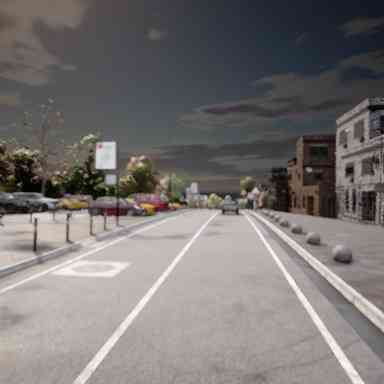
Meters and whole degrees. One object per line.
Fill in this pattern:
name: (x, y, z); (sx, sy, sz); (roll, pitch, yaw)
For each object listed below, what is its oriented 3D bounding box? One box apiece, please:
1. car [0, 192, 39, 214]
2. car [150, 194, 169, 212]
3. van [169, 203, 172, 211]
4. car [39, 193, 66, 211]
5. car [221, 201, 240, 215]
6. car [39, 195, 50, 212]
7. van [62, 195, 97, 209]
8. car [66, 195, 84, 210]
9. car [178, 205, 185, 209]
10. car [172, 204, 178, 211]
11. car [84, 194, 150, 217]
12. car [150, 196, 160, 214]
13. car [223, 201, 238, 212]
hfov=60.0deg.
car: (-18.201, 1.002, 31.773); (5.566, 2.045, 2.435); (1, -1, 6)
car: (-5.652, 1.224, 34.202); (5.566, 2.045, 2.435); (1, -1, 6)
van: (-5.045, 1.415, 40.363); (4.442, 1.987, 1.878); (1, -2, 7)
car: (-17.607, 1.121, 37.201); (5.566, 2.045, 2.435); (1, -1, 6)
car: (4.331, 1.730, 37.584); (2.128, 1.511, 4.902); (1, -1, 7)
car: (-17.937, 1.311, 34.423); (4.892, 1.521, 2.231); (1, -1, 6)
van: (-16.254, 1.487, 48.288); (4.442, 1.987, 1.878); (1, -2, 7)
car: (-17.176, 1.527, 42.898); (5.366, 1.575, 1.946); (1, -2, 7)
car: (-4.076, 1.831, 46.236); (5.366, 1.575, 1.946); (1, -2, 7)
car: (-4.619, 1.607, 43.367); (4.553, 1.767, 2.185); (1, -2, 7)
car: (-6.304, 1.225, 28.283); (4.553, 1.767, 2.185); (1, -1, 6)
car: (-5.949, 1.414, 31.295); (5.008, 1.535, 2.097); (1, -1, 6)
car: (5.572, 2.081, 47.973); (2.033, 1.411, 5.357); (1, -1, 7)
